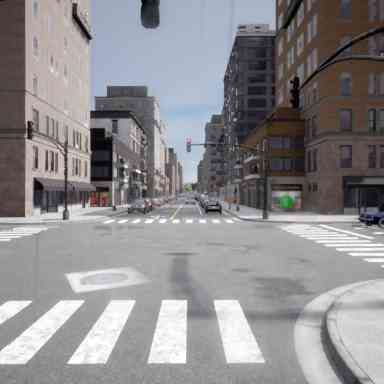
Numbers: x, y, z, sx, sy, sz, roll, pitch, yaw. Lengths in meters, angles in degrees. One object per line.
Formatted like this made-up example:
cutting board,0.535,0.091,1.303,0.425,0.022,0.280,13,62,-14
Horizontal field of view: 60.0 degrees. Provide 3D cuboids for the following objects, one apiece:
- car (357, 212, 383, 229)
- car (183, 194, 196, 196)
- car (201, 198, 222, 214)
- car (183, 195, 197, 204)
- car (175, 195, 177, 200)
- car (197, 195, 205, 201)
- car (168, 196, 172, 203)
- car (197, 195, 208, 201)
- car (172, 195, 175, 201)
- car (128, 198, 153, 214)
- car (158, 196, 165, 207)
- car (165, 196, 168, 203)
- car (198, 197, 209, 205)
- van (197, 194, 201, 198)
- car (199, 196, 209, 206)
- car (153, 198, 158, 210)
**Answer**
car,12.991,1.553,20.726,4.718,1.301,1.895,0,0,0
car,-0.422,1.664,73.454,2.033,1.411,5.357,0,0,0
car,2.254,1.606,36.183,1.947,1.339,4.313,0,0,0
car,-0.309,1.696,63.145,1.895,1.301,4.718,0,0,0
car,-5.831,1.721,91.283,1.887,1.381,4.507,0,0,0
car,2.200,1.600,85.781,1.967,1.590,4.097,0,0,0
car,-5.807,1.552,69.240,1.967,1.590,4.097,0,0,0
car,2.235,1.637,52.717,1.947,1.339,4.313,0,0,0
car,-5.819,1.694,80.261,2.008,1.369,4.403,0,0,0
car,-5.771,1.480,36.176,1.967,1.590,4.097,0,0,0
car,-5.789,1.653,52.707,1.802,1.307,4.206,0,0,0
car,-5.795,1.634,58.218,2.008,1.369,4.403,0,0,0
car,2.224,1.647,63.738,2.008,1.369,4.403,0,0,0
van,2.230,1.424,58.227,1.690,1.788,3.998,0,0,0
car,2.242,1.641,47.206,1.802,1.307,4.206,0,0,0
car,-5.777,1.490,41.686,1.967,1.590,4.097,0,0,0
